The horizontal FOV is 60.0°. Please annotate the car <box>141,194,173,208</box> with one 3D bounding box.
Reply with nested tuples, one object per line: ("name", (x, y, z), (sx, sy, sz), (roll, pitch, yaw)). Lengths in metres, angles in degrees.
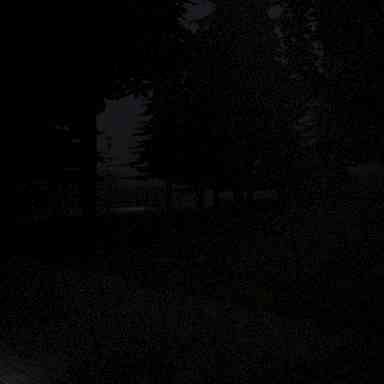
("car", (-5.292, 1.298, 51.013), (2.150, 2.045, 5.566), (0, 0, 36))
